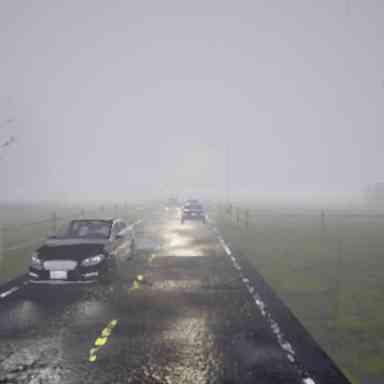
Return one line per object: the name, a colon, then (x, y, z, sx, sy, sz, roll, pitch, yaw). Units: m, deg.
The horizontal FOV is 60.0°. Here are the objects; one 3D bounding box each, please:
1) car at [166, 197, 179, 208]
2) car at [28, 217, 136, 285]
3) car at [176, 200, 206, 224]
car: (-2.816, 1.551, 50.374, 1.882, 1.535, 5.008, 0, 0, 0)
car: (-2.848, 1.502, 9.552, 2.128, 1.511, 4.902, 0, 0, 0)
car: (0.101, 1.577, 25.157, 2.033, 1.411, 5.357, 0, 0, 0)
